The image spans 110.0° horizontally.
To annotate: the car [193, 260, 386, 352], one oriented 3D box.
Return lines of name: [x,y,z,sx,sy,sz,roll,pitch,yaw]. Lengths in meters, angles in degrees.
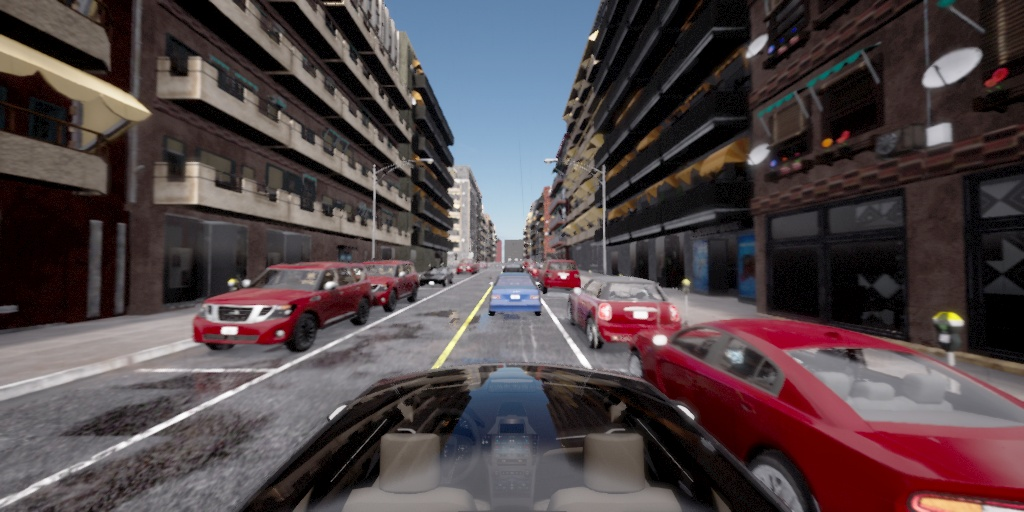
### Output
car: [-5.310,1.093,9.238,2.192,1.841,5.009,0,0,0]

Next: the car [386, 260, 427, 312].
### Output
car: [-5.307,1.114,14.768,2.192,1.841,5.009,0,0,0]

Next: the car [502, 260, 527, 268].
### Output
car: [0.119,1.356,32.342,1.882,1.535,5.008,0,0,0]

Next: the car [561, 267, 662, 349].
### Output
car: [2.580,1.217,9.173,1.967,1.591,4.097,0,0,0]

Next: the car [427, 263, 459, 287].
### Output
car: [-5.300,1.412,25.830,1.948,1.339,4.313,0,0,0]

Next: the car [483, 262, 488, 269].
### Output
car: [-5.279,1.655,64.542,1.802,1.307,4.207,0,0,0]

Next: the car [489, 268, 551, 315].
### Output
car: [0.106,1.342,13.755,2.033,1.411,5.357,0,0,0]

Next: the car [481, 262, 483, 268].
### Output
car: [-5.288,1.510,47.950,1.888,1.381,4.507,0,0,0]

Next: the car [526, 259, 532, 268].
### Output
car: [2.551,1.313,31.297,1.967,1.591,4.097,0,0,0]

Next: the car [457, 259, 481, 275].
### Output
car: [-5.291,1.247,42.418,2.192,1.841,5.009,0,0,0]

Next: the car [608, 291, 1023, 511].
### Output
car: [2.569,1.302,3.641,1.888,1.381,4.507,0,0,0]

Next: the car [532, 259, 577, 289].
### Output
car: [2.545,1.136,20.234,2.192,1.841,5.009,0,0,0]
